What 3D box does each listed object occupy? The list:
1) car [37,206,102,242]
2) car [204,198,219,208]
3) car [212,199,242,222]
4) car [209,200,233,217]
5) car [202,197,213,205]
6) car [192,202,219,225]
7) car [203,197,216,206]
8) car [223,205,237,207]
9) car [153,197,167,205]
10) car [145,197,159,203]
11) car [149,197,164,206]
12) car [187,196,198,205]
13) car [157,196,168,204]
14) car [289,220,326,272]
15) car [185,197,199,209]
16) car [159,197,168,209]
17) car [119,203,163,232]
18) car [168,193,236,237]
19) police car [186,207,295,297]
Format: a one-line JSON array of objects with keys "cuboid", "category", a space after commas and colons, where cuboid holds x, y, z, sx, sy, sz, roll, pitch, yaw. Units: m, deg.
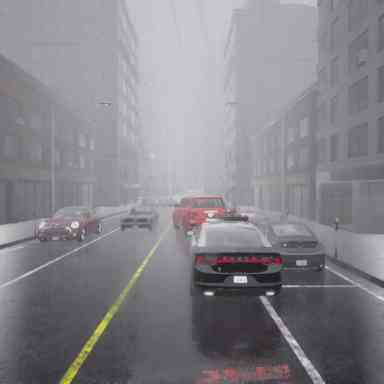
[{"cuboid": [-5.771, 1.439, 16.059, 1.967, 1.590, 4.097, -1, 0, 0], "category": "car"}, {"cuboid": [2.764, 1.578, 49.088, 1.947, 1.339, 4.313, -1, 0, 0], "category": "car"}, {"cuboid": [2.757, 1.442, 27.067, 1.967, 1.590, 4.097, -1, 0, 0], "category": "car"}, {"cuboid": [2.760, 1.548, 32.572, 1.887, 1.381, 4.507, -1, 0, 0], "category": "car"}, {"cuboid": [2.766, 1.565, 60.098, 1.887, 1.381, 4.507, -1, 0, 0], "category": "car"}, {"cuboid": [0.906, 1.527, 24.655, 1.812, 1.442, 4.674, 0, 0, 0], "category": "car"}, {"cuboid": [2.765, 1.561, 54.593, 1.887, 1.381, 4.507, -1, 0, 0], "category": "car"}, {"cuboid": [2.756, 1.544, 16.057, 1.887, 1.381, 4.507, -1, 0, 0], "category": "car"}, {"cuboid": [-5.759, 1.571, 60.100, 2.008, 1.369, 4.403, -1, 0, 0], "category": "car"}, {"cuboid": [-5.763, 1.453, 49.090, 1.967, 1.590, 4.097, -1, 0, 0], "category": "car"}, {"cuboid": [-5.760, 1.582, 54.595, 1.947, 1.339, 4.313, -1, 0, 0], "category": "car"}, {"cuboid": [0.014, 1.498, 59.493, 1.882, 1.535, 5.008, 0, 0, 0], "category": "car"}, {"cuboid": [-5.758, 1.570, 65.606, 1.887, 1.381, 4.507, -1, 0, 0], "category": "car"}, {"cuboid": [2.754, 1.549, 10.551, 2.008, 1.369, 4.403, -1, 0, 0], "category": "car"}, {"cuboid": [0.030, 1.516, 46.849, 1.837, 1.490, 4.892, 0, 0, 1], "category": "car"}, {"cuboid": [-2.990, 1.574, 45.542, 1.994, 1.385, 4.181, 0, 0, 0], "category": "car"}, {"cuboid": [-3.102, 1.601, 20.433, 1.895, 1.301, 4.718, 0, 0, 0], "category": "car"}, {"cuboid": [0.339, 1.210, 18.445, 2.150, 2.045, 5.566, -1, 0, -12], "category": "car"}, {"cuboid": [0.901, 1.424, 8.763, 1.930, 1.638, 5.238, 0, 0, 0], "category": "police car"}]
